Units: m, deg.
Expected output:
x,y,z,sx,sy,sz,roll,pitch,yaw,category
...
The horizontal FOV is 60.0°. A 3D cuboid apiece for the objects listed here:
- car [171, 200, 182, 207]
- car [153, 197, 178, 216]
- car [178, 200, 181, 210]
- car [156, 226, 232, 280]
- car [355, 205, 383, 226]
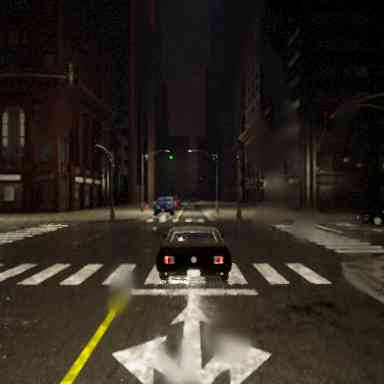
x,y,z,sx,sy,sz,roll,pitch,yaw,category
-3.118,2.236,65.630,1.994,1.385,4.181,0,-1,0,car
-3.081,1.599,37.957,2.150,2.045,5.566,0,-1,0,car
-3.132,1.732,50.660,2.150,2.045,5.566,0,-1,1,car
0.064,1.716,10.300,1.895,1.301,4.718,0,-1,0,car
14.783,1.679,24.778,4.892,1.490,1.837,0,0,0,car
